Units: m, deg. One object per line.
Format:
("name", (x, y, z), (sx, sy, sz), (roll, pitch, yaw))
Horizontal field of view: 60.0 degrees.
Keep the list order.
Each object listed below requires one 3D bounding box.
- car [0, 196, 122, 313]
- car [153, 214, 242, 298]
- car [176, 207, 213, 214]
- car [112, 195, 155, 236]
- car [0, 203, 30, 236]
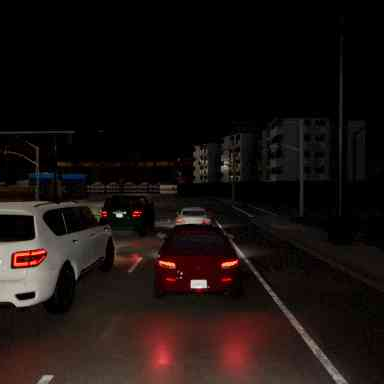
("car", (-3.387, 1.218, 7.764), (2.150, 2.045, 5.566), (0, 0, 0))
("car", (0.116, 1.521, 8.408), (1.812, 1.442, 4.674), (0, 0, 0))
("car", (0.106, 1.490, 17.495), (1.812, 1.442, 4.674), (0, 0, 1))
("car", (-3.362, 1.179, 18.123), (2.150, 2.045, 5.566), (0, 0, 0))
("car", (-10.505, 1.434, 17.022), (1.882, 1.535, 5.008), (0, 0, 1))
